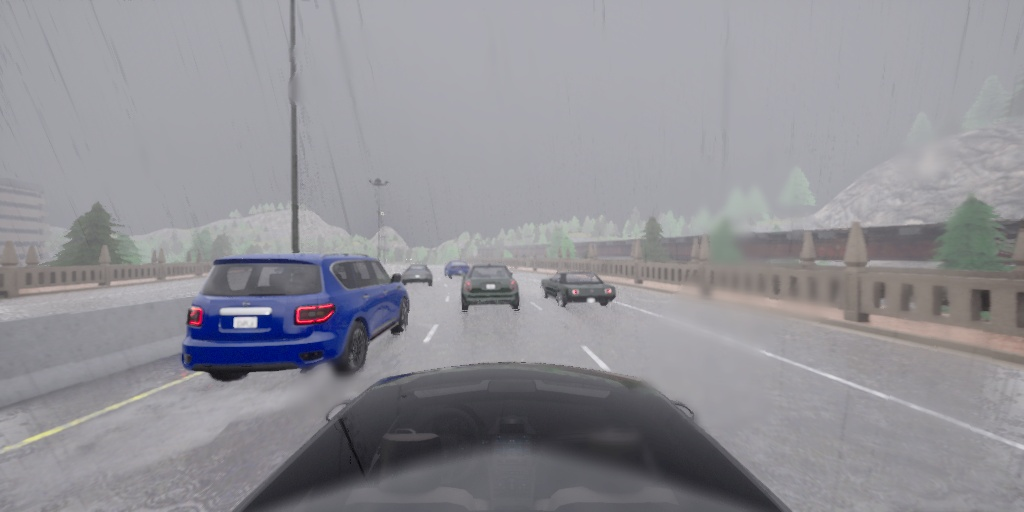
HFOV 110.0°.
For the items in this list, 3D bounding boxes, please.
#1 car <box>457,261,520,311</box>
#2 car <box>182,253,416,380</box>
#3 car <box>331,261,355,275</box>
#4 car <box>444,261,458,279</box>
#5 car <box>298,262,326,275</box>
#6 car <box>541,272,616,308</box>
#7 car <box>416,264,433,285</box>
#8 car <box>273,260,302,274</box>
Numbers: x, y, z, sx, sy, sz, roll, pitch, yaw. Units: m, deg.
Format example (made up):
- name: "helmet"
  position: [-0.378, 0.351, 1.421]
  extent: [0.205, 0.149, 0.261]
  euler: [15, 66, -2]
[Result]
- name: "car"
  position: [-0.992, 1.063, 14.454]
  extent: [2.097, 1.767, 4.553]
  euler: [0, 0, -7]
- name: "car"
  position: [-3.723, 0.970, 7.442]
  extent: [2.150, 2.045, 5.566]
  euler: [0, 0, -4]
- name: "car"
  position: [-18.691, 1.316, 39.865]
  extent: [1.994, 1.385, 4.181]
  euler: [-1, 0, -19]
- name: "car"
  position: [-4.952, 1.150, 32.201]
  extent: [1.882, 1.535, 5.008]
  euler: [0, 0, -17]
- name: "car"
  position: [-22.790, 1.381, 41.028]
  extent: [1.895, 1.301, 4.718]
  euler: [-1, 0, -19]
- name: "car"
  position: [2.528, 1.290, 14.978]
  extent: [1.895, 1.301, 4.718]
  euler: [0, 0, -8]
- name: "car"
  position: [-6.592, 1.274, 25.169]
  extent: [1.994, 1.385, 4.181]
  euler: [0, 0, -14]
- name: "car"
  position: [-27.513, 1.284, 44.039]
  extent: [1.882, 1.535, 5.008]
  euler: [-1, 0, -19]
